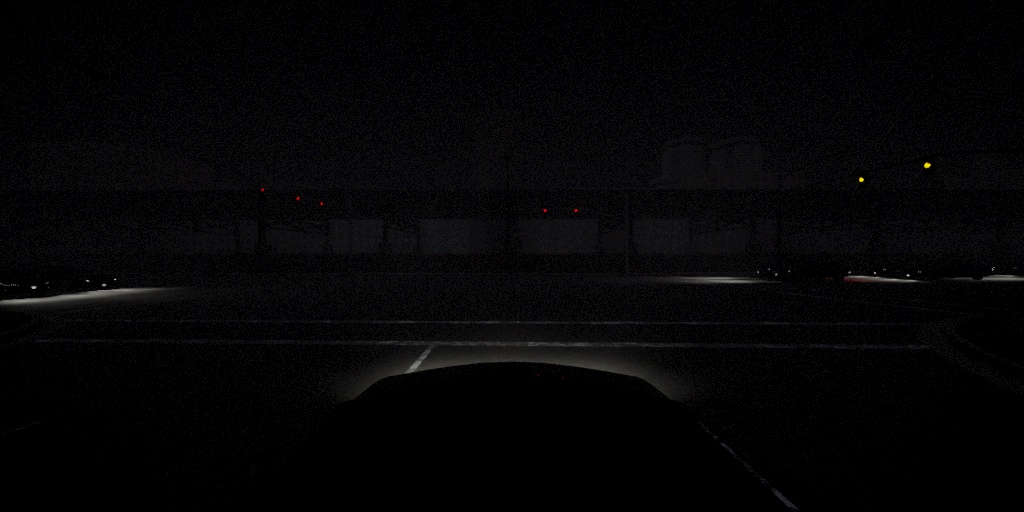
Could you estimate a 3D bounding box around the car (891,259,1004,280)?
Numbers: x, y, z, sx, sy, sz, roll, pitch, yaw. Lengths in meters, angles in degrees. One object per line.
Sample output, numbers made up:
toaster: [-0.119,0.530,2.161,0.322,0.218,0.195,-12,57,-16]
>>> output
car: [31.761,1.010,26.282,5.357,1.411,2.033,-1,0,1]

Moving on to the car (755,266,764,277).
car: [23.110,1.056,30.011,4.902,1.511,2.128,-1,0,2]

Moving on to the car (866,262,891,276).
car: [32.850,0.991,29.754,5.357,1.411,2.033,-1,0,1]

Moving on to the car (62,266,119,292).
car: [-26.021,1.274,20.607,5.357,1.411,2.033,0,0,2]

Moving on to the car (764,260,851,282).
car: [22.053,1.070,26.531,4.902,1.511,2.128,-1,0,1]

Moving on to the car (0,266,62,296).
car: [-25.109,1.236,17.081,4.892,1.490,1.837,0,0,2]

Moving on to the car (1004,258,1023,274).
car: [43.071,0.824,29.479,5.357,1.411,2.033,-1,0,1]
